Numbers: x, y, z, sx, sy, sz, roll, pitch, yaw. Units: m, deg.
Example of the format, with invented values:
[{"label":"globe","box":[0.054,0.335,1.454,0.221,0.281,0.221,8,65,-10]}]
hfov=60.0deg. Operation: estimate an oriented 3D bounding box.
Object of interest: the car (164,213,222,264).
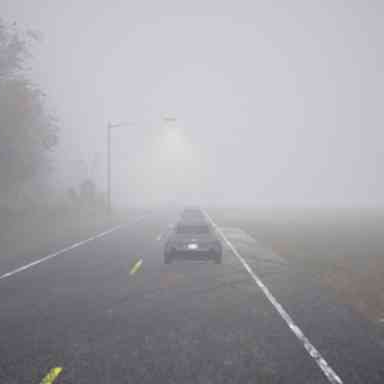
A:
[{"label":"car","box":[0.042,1.712,12.529,1.994,1.385,4.181,0,-1,0]}]

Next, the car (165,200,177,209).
[{"label":"car","box":[-3.577,2.207,58.625,1.812,1.442,4.674,0,-1,1]}]

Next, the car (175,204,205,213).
[{"label":"car","box":[0.031,1.810,27.285,2.128,1.511,4.902,0,-1,0]}]
